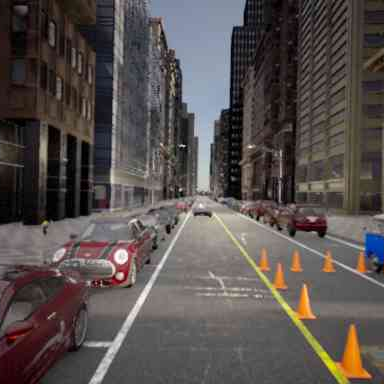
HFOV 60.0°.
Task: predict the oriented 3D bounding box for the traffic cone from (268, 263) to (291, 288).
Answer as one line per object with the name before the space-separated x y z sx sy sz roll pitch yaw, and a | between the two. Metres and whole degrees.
traffic cone | 2.189 2.073 8.351 0.340 0.580 0.340 1 0 1

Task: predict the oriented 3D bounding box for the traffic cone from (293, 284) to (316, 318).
traffic cone | 2.142 2.055 6.351 0.340 0.580 0.340 1 0 1

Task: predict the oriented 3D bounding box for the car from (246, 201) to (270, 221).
car | 6.783 1.728 31.421 2.192 1.841 5.009 1 -1 1

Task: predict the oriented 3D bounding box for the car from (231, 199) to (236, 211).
car | 7.176 2.133 48.218 1.947 1.339 4.313 1 -1 1

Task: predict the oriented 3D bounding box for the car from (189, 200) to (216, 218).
car | 1.081 1.855 34.060 2.033 1.411 5.357 1 0 1

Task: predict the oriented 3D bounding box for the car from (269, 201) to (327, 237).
car | 6.518 1.627 20.221 2.192 1.841 5.009 1 0 1

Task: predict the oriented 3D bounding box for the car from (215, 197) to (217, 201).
car | 8.240 2.507 93.189 1.752 1.417 4.829 1 -1 1

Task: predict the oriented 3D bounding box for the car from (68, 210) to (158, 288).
car | -2.269 1.465 9.209 1.967 1.590 4.097 1 0 1

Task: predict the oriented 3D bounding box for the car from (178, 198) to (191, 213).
car | -1.477 1.871 42.811 1.887 1.381 4.507 1 -1 1

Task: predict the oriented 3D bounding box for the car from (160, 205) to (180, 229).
car | -2.007 1.689 20.409 1.947 1.339 4.313 1 0 1

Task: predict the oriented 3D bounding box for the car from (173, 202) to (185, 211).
car | -1.875 1.739 26.009 1.947 1.339 4.313 1 0 1

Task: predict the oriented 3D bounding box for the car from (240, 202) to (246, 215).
car | 6.911 2.030 37.019 1.947 1.339 4.313 1 -1 1

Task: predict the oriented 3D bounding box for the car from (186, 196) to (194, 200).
car | -1.078 1.921 59.613 1.967 1.590 4.097 1 -1 1

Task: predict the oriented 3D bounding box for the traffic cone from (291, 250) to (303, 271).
traffic cone | 3.236 2.112 10.327 0.340 0.580 0.340 1 0 1

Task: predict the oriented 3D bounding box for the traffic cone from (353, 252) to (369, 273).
traffic cone | 5.235 2.157 10.279 0.340 0.580 0.340 1 0 1

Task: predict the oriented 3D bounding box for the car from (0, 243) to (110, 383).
car | -2.405 1.558 3.608 1.802 1.307 4.206 1 0 1

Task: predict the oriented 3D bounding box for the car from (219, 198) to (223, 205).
car | 7.838 2.370 76.218 1.887 1.381 4.507 1 -1 1

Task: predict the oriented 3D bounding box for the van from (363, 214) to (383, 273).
van | 6.253 1.555 9.021 1.690 1.788 3.998 1 0 1

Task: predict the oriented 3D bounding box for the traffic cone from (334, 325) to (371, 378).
traffic cone | 2.095 2.038 4.352 0.340 0.580 0.340 1 0 1

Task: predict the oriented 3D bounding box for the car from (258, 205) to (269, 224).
car | 6.646 1.944 25.819 1.802 1.307 4.206 1 0 1

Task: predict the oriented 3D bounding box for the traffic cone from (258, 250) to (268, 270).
traffic cone | 2.237 2.090 10.350 0.340 0.580 0.340 1 0 1

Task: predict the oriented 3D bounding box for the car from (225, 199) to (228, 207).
car | 7.440 2.252 59.418 1.802 1.307 4.206 1 -1 1

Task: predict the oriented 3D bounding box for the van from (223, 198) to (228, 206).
van | 7.577 2.063 65.020 1.690 1.788 3.998 1 -1 1

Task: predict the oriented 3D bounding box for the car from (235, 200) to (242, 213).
car | 7.046 1.956 42.620 1.967 1.590 4.097 1 -1 1

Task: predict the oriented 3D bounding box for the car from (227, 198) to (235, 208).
car | 7.310 2.059 53.819 1.967 1.590 4.097 1 -1 1

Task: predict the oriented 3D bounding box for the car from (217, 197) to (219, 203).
car | 7.970 2.422 81.819 1.887 1.381 4.507 1 -1 1

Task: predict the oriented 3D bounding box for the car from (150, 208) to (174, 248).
car | -2.139 1.624 14.809 2.008 1.369 4.403 1 0 1

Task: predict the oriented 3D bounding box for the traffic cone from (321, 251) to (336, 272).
traffic cone | 4.235 2.135 10.303 0.340 0.580 0.340 1 0 1

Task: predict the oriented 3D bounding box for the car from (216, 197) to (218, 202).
car | 8.105 2.369 87.420 1.967 1.590 4.097 1 -1 1
